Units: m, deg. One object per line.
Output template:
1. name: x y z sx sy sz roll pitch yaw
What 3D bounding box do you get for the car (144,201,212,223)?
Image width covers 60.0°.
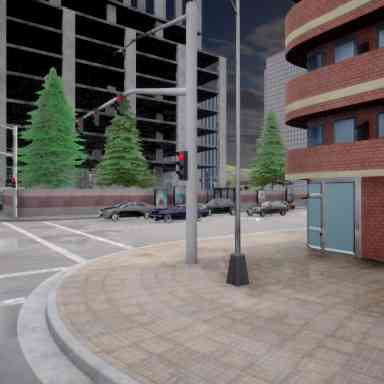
1. car: -1.032 1.656 26.307 4.718 1.301 1.895 0 0 -35

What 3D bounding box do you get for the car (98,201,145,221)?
1. car: -5.295 1.547 27.576 4.902 1.511 2.128 0 0 -35

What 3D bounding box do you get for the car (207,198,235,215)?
1. car: 2.187 1.407 32.876 4.553 1.767 2.097 0 0 -35

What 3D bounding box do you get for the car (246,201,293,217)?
1. car: 7.345 1.581 32.236 4.674 1.442 1.812 0 0 -35

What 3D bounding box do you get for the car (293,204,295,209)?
1. car: 9.582 1.656 38.117 4.718 1.301 1.895 0 0 -35
